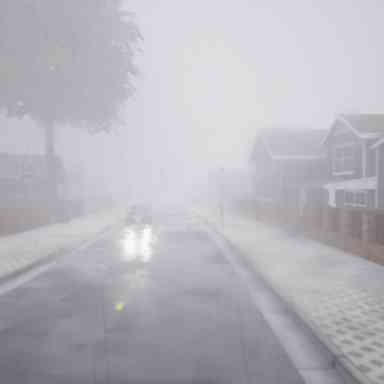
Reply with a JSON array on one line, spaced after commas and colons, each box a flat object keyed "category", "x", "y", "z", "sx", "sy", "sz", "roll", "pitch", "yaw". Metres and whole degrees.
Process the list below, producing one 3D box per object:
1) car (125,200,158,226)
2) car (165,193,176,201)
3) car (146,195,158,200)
[{"category": "car", "x": -3.648, "y": 1.578, "z": 23.968, "sx": 2.128, "sy": 1.511, "sz": 4.902, "roll": 0, "pitch": 0, "yaw": -4}, {"category": "car", "x": -5.196, "y": 1.410, "z": 77.323, "sx": 1.812, "sy": 1.442, "sz": 4.674, "roll": 0, "pitch": 1, "yaw": -3}, {"category": "car", "x": -7.714, "y": 1.372, "z": 64.256, "sx": 2.097, "sy": 1.767, "sz": 4.553, "roll": 0, "pitch": 1, "yaw": -6}]
